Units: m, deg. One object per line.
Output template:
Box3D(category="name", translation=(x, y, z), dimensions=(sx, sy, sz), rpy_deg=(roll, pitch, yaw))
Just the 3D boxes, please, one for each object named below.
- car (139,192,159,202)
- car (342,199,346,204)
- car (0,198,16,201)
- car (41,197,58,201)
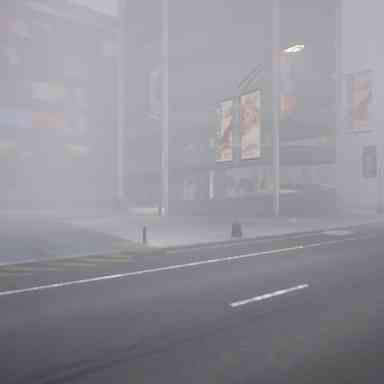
Box3D(category="car", translation=(-8.572, 1.025, 65.660), dimensions=(2.435, 2.045, 5.566), rpy_deg=(0, 0, -36))
Box3D(category="car", translation=(25.385, 1.402, 59.945), dimensions=(2.097, 1.767, 4.553), rpy_deg=(0, 0, -25))
Box3D(category="car", translation=(-22.264, 1.316, 40.231), dimensions=(2.002, 1.452, 4.674), rpy_deg=(0, 0, -36))
Box3D(category="car", translation=(-23.088, 1.459, 54.163), dimensions=(1.895, 1.301, 4.718), rpy_deg=(0, 0, -36))
